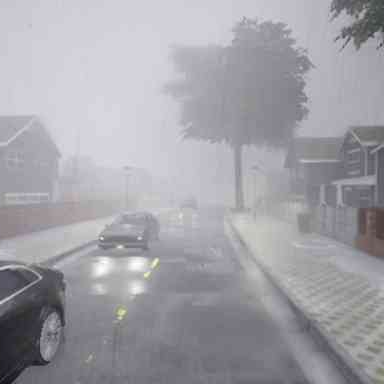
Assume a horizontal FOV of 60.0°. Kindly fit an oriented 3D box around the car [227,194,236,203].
[{"bbox_3d":[10.117,1.600,84.207,2.150,2.045,5.566,0,0,11],"label":"car"}]

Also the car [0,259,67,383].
[{"bbox_3d":[-2.782,1.497,3.035,2.128,1.511,4.902,0,0,1],"label":"car"}]

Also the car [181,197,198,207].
[{"bbox_3d":[-0.274,1.368,40.282,1.812,1.442,4.674,0,0,7],"label":"car"}]

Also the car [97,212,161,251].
[{"bbox_3d":[-2.486,1.580,14.538,2.033,1.411,5.357,0,0,2],"label":"car"}]
